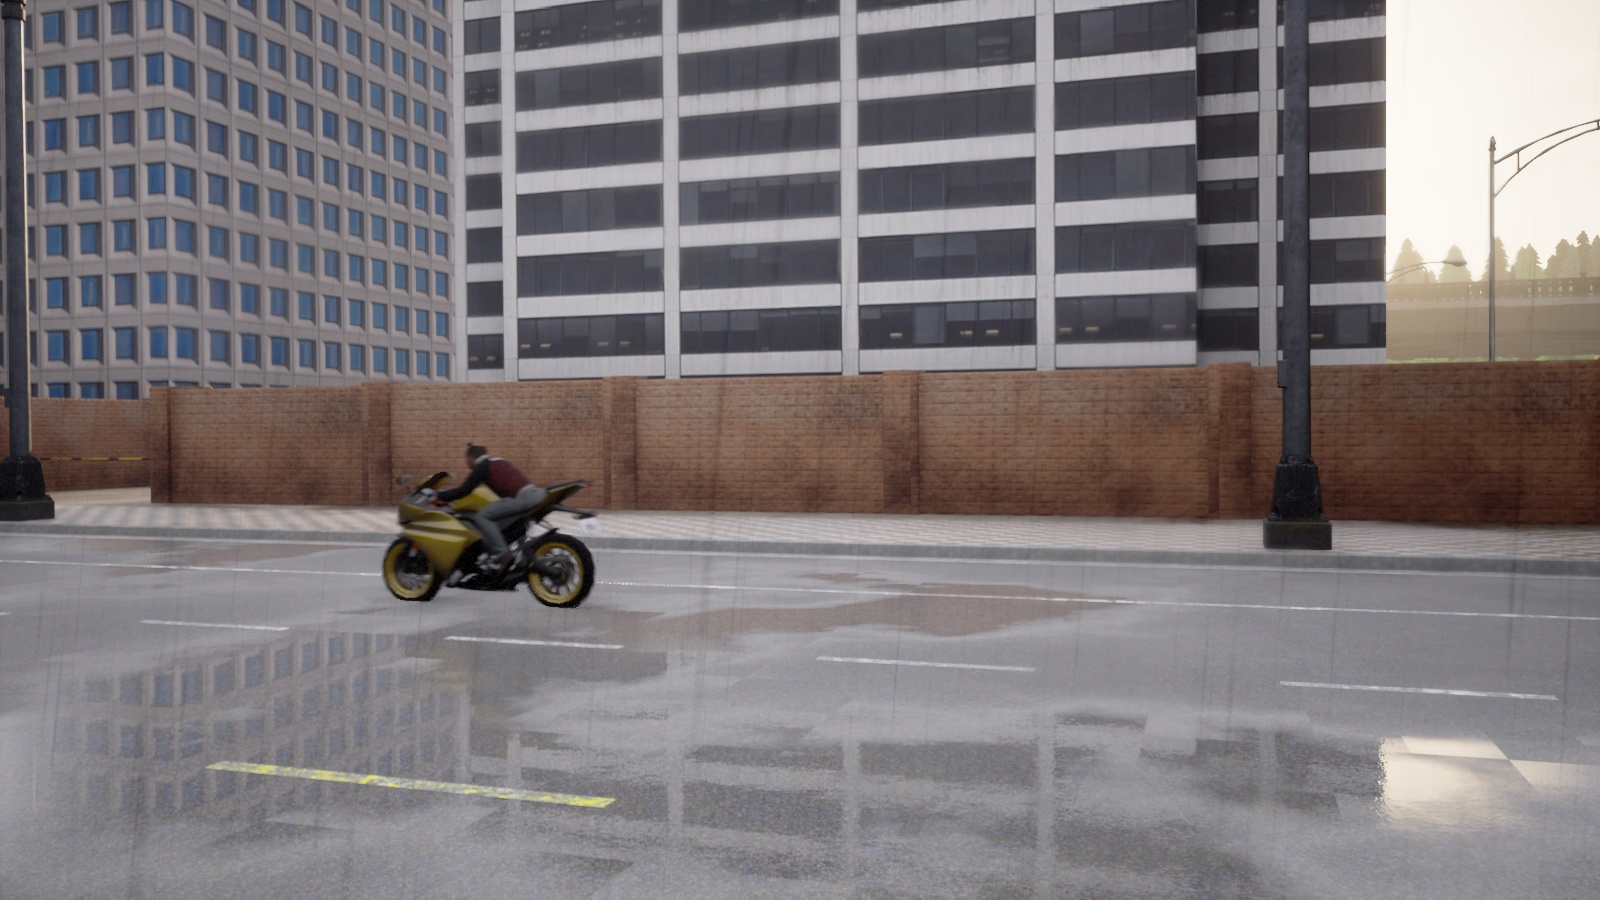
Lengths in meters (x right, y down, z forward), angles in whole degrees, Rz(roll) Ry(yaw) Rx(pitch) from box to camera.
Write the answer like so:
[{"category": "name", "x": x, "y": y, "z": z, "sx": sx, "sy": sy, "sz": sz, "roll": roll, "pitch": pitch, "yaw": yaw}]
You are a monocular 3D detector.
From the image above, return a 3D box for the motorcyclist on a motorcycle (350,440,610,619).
[{"category": "motorcyclist on a motorcycle", "x": -2.940, "y": 0.682, "z": 11.568, "sx": 2.191, "sy": 1.530, "sz": 0.866, "roll": 0, "pitch": 1, "yaw": 19}]
